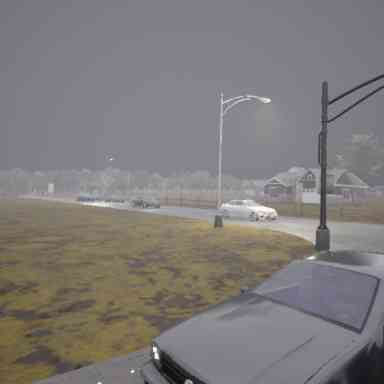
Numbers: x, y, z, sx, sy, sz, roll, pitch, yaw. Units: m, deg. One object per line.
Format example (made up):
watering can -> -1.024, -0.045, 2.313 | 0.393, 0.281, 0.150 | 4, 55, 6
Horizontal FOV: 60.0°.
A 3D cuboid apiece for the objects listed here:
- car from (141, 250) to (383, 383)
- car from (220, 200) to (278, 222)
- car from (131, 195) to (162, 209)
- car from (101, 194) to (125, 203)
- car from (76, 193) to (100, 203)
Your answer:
car -> 2.098, 1.549, 4.300 | 5.357, 1.411, 2.033 | 0, 0, -35
car -> 3.952, 1.286, 23.880 | 1.812, 1.442, 4.674 | 2, 0, -35
car -> -5.120, 1.084, 36.639 | 1.837, 1.490, 4.892 | 2, 0, -35
car -> -12.367, 1.087, 53.019 | 1.994, 1.385, 4.181 | 2, -1, -35
car -> -17.115, 0.887, 53.644 | 1.882, 1.535, 5.008 | 2, -1, -35
